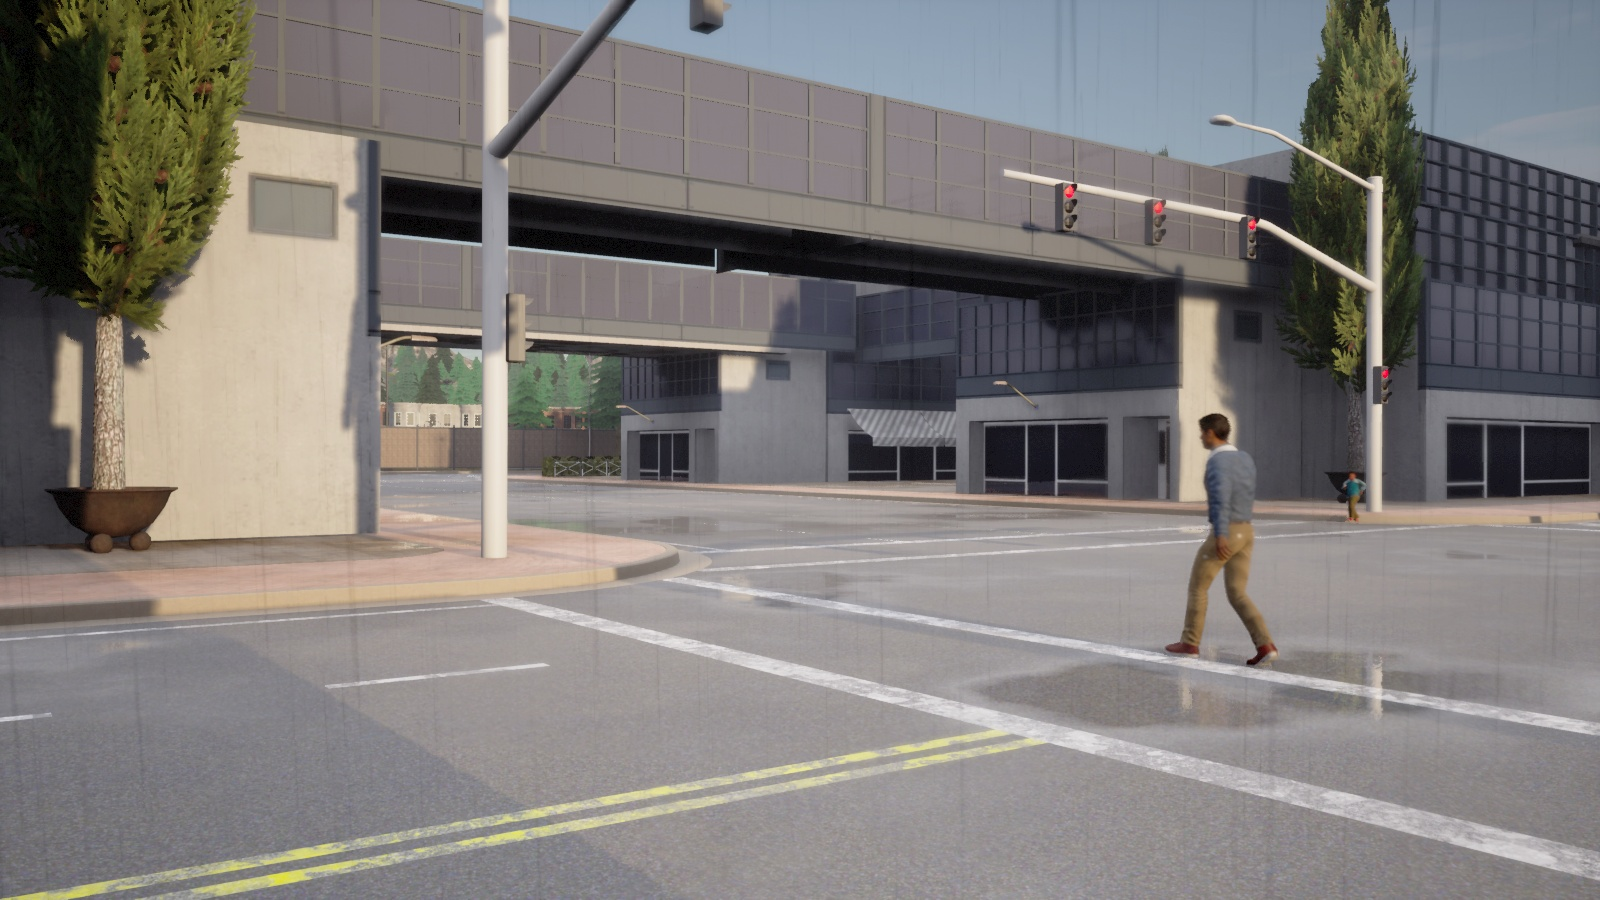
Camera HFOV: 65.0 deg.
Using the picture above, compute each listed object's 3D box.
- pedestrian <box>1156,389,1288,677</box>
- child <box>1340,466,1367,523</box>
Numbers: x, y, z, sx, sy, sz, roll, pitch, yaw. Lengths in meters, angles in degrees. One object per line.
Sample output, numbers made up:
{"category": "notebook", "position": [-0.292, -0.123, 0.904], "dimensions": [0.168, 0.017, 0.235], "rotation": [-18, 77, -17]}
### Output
{"category": "pedestrian", "position": [2.988, 0.561, 8.927], "dimensions": [0.423, 1.949, 0.788], "rotation": [0, 0, -36]}
{"category": "child", "position": [11.799, 0.949, 26.764], "dimensions": [0.448, 1.192, 0.343], "rotation": [0, 0, -36]}
